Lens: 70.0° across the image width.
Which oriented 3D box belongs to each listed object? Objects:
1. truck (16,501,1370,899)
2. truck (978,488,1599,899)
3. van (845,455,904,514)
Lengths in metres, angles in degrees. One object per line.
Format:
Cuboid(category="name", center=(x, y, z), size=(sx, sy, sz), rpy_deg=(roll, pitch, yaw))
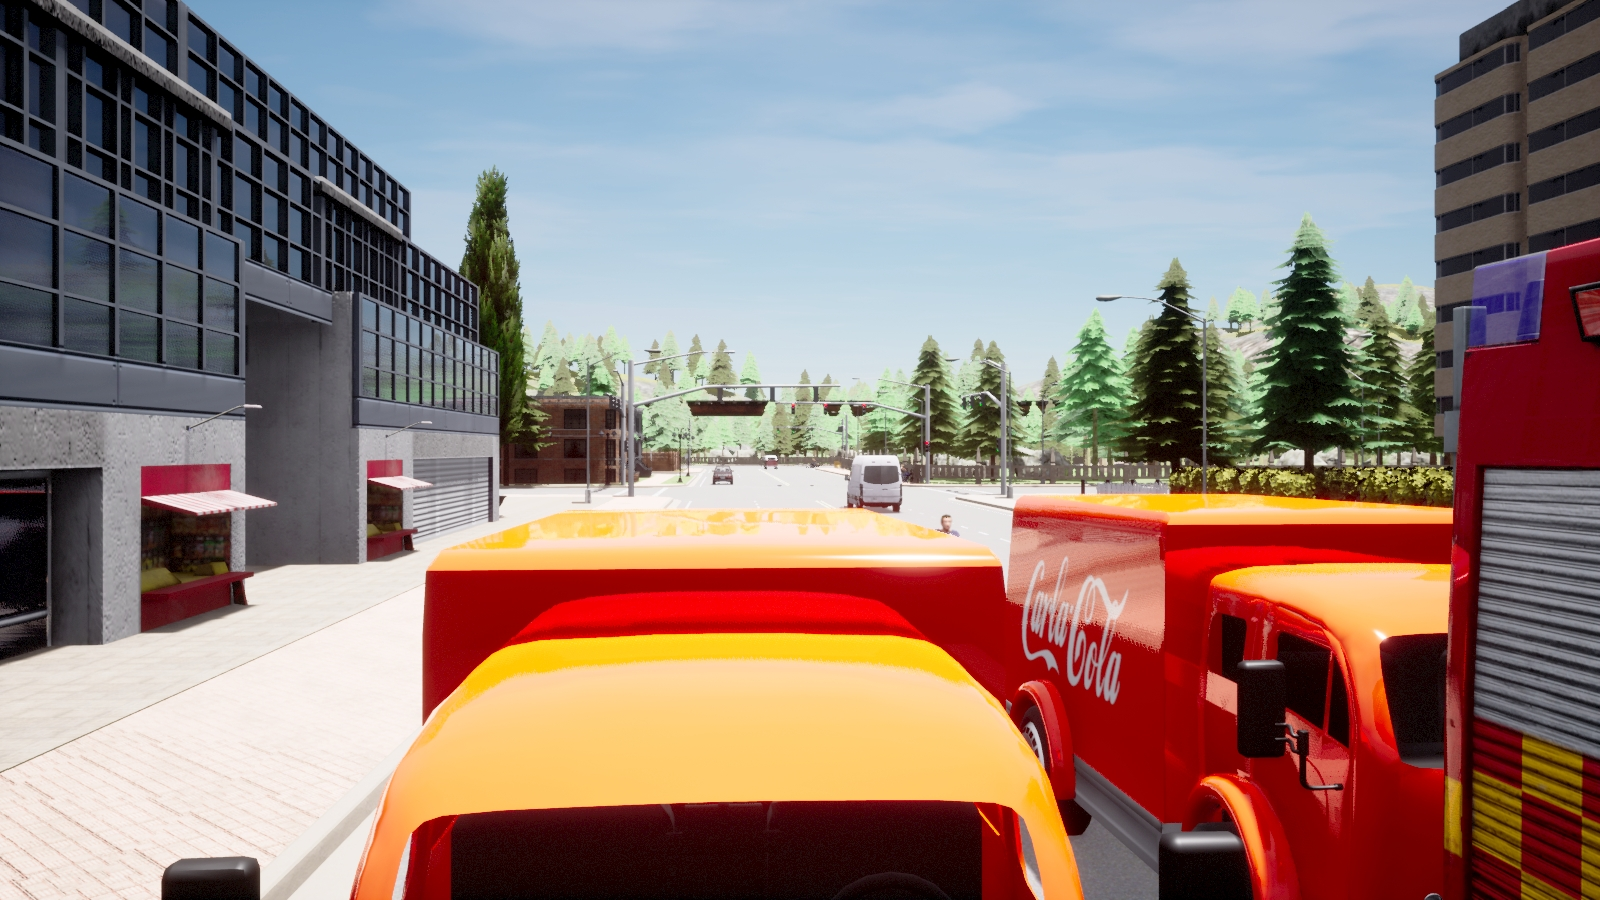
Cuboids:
Cuboid(category="truck", center=(-0.347, 1.568, 4.821), size=(2.627, 2.467, 5.204), rpy_deg=(0, 0, -4))
Cuboid(category="truck", center=(3.003, 1.568, 7.234), size=(2.627, 2.467, 5.204), rpy_deg=(0, 0, -4))
Cuboid(category="van", center=(3.411, 1.534, 53.444), size=(1.988, 2.561, 5.915), rpy_deg=(0, 0, -4))
